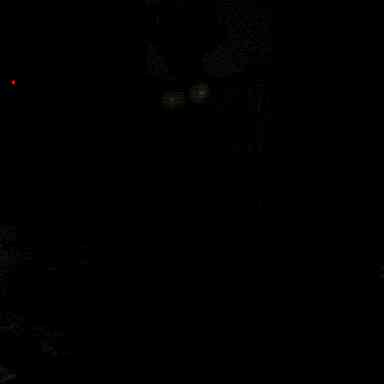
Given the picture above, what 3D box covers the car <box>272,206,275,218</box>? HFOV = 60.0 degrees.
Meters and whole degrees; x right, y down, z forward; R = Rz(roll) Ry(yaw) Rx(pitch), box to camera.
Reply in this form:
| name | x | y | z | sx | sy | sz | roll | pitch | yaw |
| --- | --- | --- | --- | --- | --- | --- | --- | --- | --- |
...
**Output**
| name | x | y | z | sx | sy | sz | roll | pitch | yaw |
| --- | --- | --- | --- | --- | --- | --- | --- | --- | --- |
| car | 8.446 | 1.442 | 28.634 | 1.837 | 1.490 | 4.892 | 0 | 0 | 35 |
